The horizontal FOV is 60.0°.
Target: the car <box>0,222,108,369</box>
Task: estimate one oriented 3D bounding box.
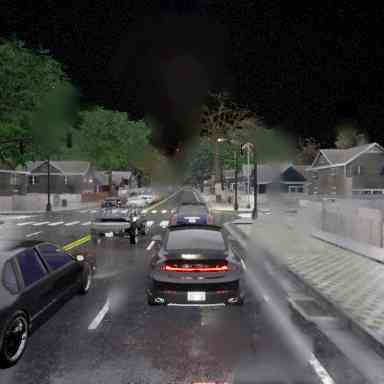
[{"bbox_3d":[-3.172,1.539,5.642,2.033,1.411,5.357,0,0,0],"label":"car"}]

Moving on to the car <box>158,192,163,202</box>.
[{"bbox_3d":[-6.917,0.820,60.596,2.097,1.767,4.553,0,1,0],"label":"car"}]

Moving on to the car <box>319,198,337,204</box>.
[{"bbox_3d":[12.417,1.267,30.852,4.674,1.442,1.812,0,1,-3],"label":"car"}]

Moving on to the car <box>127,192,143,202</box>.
[{"bbox_3d":[-10.166,0.841,59.497,2.097,1.767,4.553,0,1,0],"label":"car"}]

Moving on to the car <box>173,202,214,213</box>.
[{"bbox_3d":[0.073,1.289,17.052,2.097,1.767,4.553,0,0,2],"label":"car"}]

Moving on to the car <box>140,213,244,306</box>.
[{"bbox_3d":[0.063,1.489,7.987,1.837,1.490,4.892,0,0,0],"label":"car"}]

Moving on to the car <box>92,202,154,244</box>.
[{"bbox_3d":[-3.235,1.439,15.396,2.128,1.511,4.902,0,0,0],"label":"car"}]

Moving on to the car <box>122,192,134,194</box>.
[{"bbox_3d":[-10.129,0.979,50.796,2.097,1.767,4.553,0,1,0],"label":"car"}]

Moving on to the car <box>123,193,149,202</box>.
[{"bbox_3d":[-6.822,1.252,41.030,1.812,1.442,4.674,0,1,0],"label":"car"}]

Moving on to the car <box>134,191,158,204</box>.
[{"bbox_3d":[-6.879,0.850,50.708,2.150,2.045,5.566,0,1,0],"label":"car"}]

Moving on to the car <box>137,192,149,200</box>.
[{"bbox_3d":[-10.149,0.827,69.169,1.994,1.385,4.181,0,1,0],"label":"car"}]

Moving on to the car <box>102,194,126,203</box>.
[{"bbox_3d":[-10.087,1.280,42.109,1.994,1.385,4.181,0,1,0],"label":"car"}]
